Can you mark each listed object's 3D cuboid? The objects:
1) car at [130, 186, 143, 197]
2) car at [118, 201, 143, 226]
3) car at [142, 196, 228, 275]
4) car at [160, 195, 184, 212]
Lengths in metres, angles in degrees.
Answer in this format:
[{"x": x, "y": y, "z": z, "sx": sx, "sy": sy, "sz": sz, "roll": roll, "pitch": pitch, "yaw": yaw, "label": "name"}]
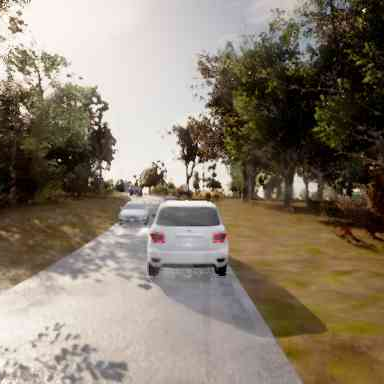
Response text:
[{"x": -10.697, "y": -0.145, "z": 63.473, "sx": 2.150, "sy": 2.045, "sz": 5.566, "roll": 1, "pitch": 1, "yaw": -14, "label": "car"}, {"x": -3.893, "y": 1.405, "z": 22.858, "sx": 1.812, "sy": 1.442, "sz": 4.674, "roll": 1, "pitch": 1, "yaw": -5, "label": "car"}, {"x": -0.173, "y": 1.290, "z": 10.847, "sx": 2.150, "sy": 2.045, "sz": 5.566, "roll": 0, "pitch": 0, "yaw": -2, "label": "car"}, {"x": -2.184, "y": 1.139, "z": 34.384, "sx": 2.033, "sy": 1.411, "sz": 5.357, "roll": 1, "pitch": 2, "yaw": -8, "label": "car"}]
